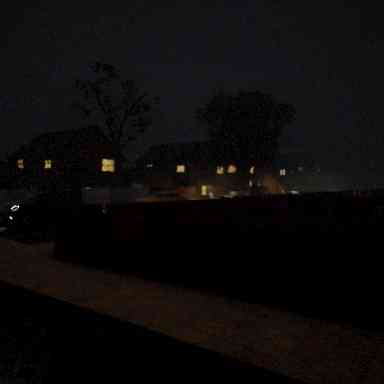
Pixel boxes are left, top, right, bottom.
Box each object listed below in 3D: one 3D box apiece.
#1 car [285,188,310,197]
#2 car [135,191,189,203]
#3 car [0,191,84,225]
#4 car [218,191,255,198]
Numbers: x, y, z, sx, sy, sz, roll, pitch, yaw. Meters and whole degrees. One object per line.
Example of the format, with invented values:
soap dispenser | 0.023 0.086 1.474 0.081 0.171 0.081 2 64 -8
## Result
car | 14.734 0.186 46.226 2.033 1.411 5.357 3 3 40
car | -2.275 0.663 25.979 1.882 1.535 5.008 3 3 40
car | -8.335 0.743 18.606 2.097 1.767 4.553 3 3 38
car | 4.613 0.555 34.235 1.895 1.301 4.718 3 3 40
